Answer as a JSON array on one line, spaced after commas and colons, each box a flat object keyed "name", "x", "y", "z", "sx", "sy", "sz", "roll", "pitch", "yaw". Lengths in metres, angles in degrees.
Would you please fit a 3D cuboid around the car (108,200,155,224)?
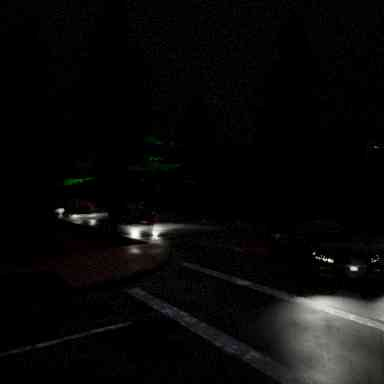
[{"name": "car", "x": -4.613, "y": 1.456, "z": 24.922, "sx": 1.882, "sy": 1.535, "sz": 5.008, "roll": 0, "pitch": 0, "yaw": -36}]

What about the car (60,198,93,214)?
[{"name": "car", "x": -12.062, "y": 1.456, "z": 35.315, "sx": 1.882, "sy": 1.535, "sz": 5.008, "roll": 0, "pitch": 0, "yaw": -36}]

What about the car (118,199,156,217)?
[{"name": "car", "x": -5.480, "y": 1.503, "z": 32.486, "sx": 1.812, "sy": 1.442, "sz": 4.674, "roll": 0, "pitch": 0, "yaw": -35}]

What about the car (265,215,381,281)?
[{"name": "car", "x": 3.578, "y": 1.499, "z": 9.962, "sx": 1.837, "sy": 1.490, "sz": 4.892, "roll": 3, "pitch": 0, "yaw": -3}]

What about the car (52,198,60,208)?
[{"name": "car", "x": -18.910, "y": 1.503, "z": 44.920, "sx": 1.812, "sy": 1.442, "sz": 4.674, "roll": 0, "pitch": 0, "yaw": -35}]

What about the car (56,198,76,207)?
[{"name": "car", "x": -19.918, "y": 1.579, "z": 52.559, "sx": 1.895, "sy": 1.301, "sz": 4.718, "roll": 0, "pitch": 0, "yaw": -35}]

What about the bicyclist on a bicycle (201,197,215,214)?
[{"name": "bicyclist on a bicycle", "x": 1.549, "y": 1.278, "z": 31.744, "sx": 1.656, "sy": 1.620, "sz": 0.582, "roll": 0, "pitch": 0, "yaw": -36}]
